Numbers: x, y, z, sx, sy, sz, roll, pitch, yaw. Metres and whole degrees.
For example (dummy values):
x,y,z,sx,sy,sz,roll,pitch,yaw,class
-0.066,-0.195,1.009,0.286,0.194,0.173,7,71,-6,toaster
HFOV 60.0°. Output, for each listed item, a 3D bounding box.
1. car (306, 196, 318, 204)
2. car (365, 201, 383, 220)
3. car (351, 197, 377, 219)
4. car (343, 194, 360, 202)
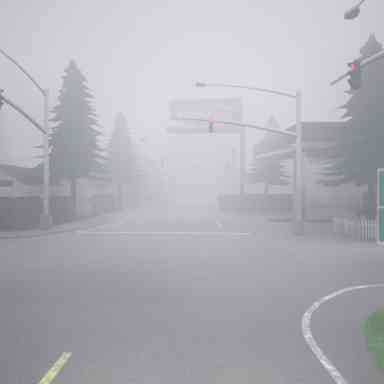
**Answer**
x,y,z,sx,sy,sz,roll,pitch,yaw,class
22.753,1.548,63.957,1.970,1.475,3.806,0,0,0,car
18.814,1.669,30.576,4.611,1.667,2.242,0,0,0,car
14.465,1.503,24.923,3.866,1.878,1.905,0,0,0,car
35.187,1.484,71.700,2.007,1.523,4.514,0,0,0,car
